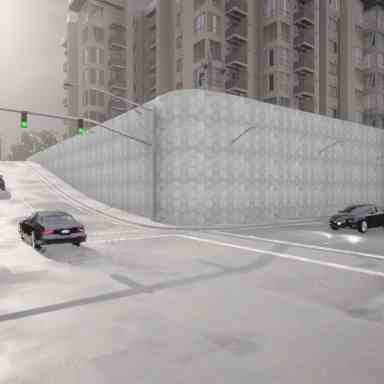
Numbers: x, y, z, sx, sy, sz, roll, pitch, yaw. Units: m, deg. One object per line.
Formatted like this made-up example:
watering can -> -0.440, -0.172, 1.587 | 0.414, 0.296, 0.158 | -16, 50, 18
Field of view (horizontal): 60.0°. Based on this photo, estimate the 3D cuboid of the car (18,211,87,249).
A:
car -> -6.278, 1.546, 14.652 | 2.033, 1.411, 5.357 | 0, 0, -36

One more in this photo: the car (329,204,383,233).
car -> 10.118, 1.505, 19.815 | 4.892, 1.490, 1.837 | 0, 0, -36

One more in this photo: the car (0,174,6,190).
car -> -20.824, -1.241, 34.888 | 2.128, 1.511, 4.902 | 0, 12, -36
